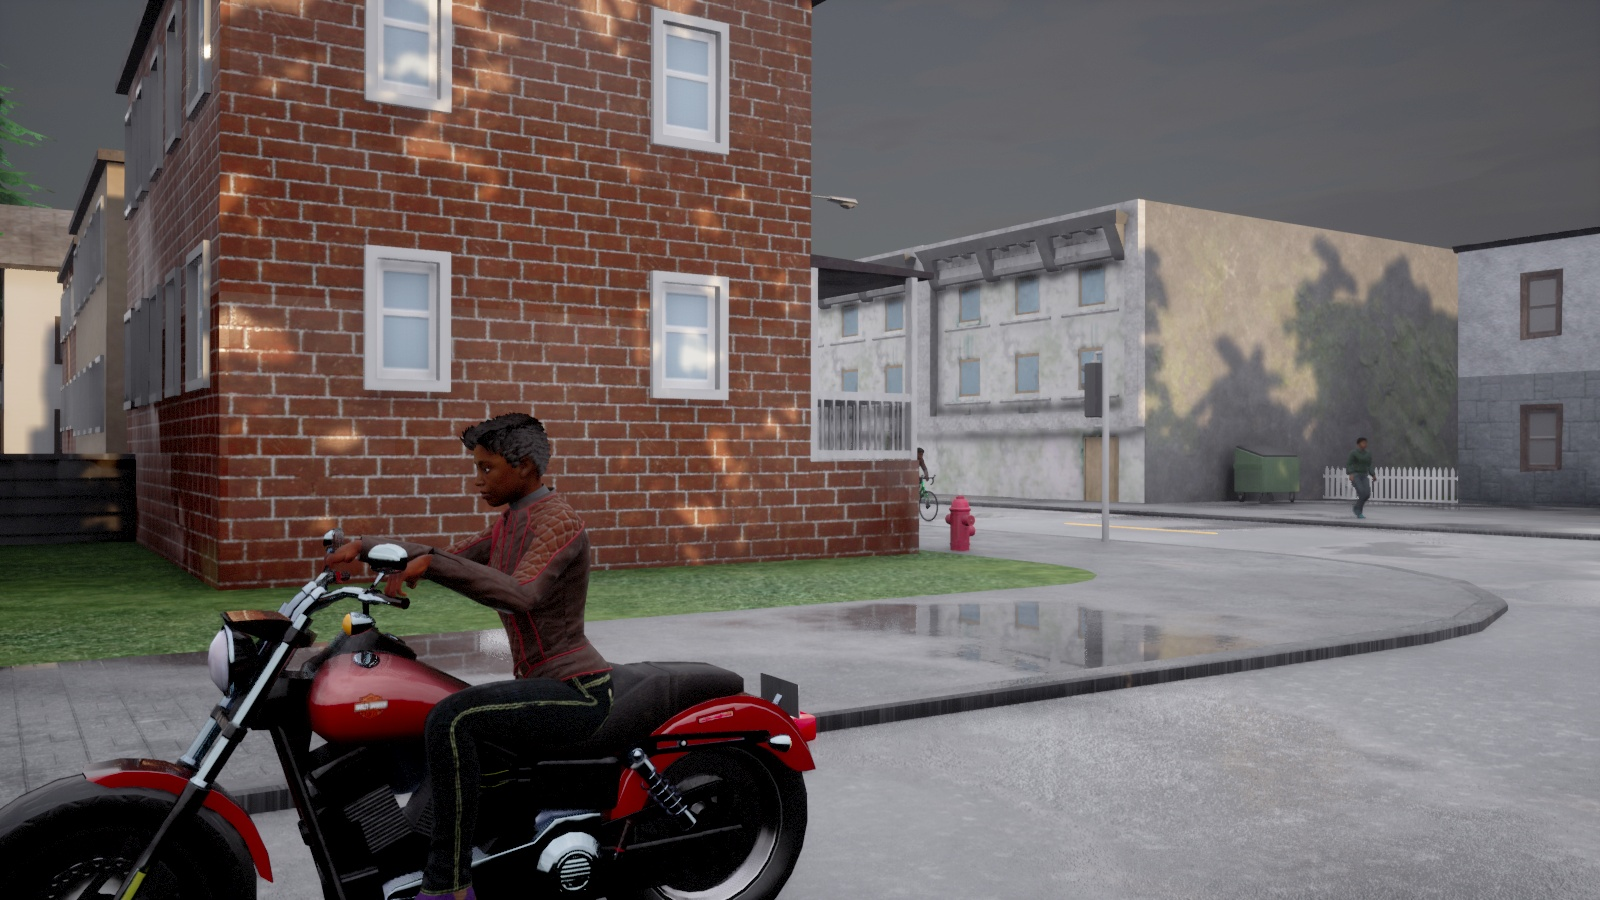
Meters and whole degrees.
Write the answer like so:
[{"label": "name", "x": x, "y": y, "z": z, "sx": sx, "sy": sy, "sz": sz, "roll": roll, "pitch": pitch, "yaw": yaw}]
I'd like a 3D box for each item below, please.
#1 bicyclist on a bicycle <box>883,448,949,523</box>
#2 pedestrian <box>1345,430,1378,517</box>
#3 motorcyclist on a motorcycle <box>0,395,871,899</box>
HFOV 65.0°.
[{"label": "bicyclist on a bicycle", "x": 2.561, "y": 0.760, "z": 27.913, "sx": 0.582, "sy": 1.620, "sz": 1.656, "roll": 0, "pitch": 0, "yaw": -32}, {"label": "pedestrian", "x": 12.008, "y": 0.495, "z": 26.855, "sx": 0.353, "sy": 1.847, "sz": 0.614, "roll": 0, "pitch": 0, "yaw": -10}, {"label": "motorcyclist on a motorcycle", "x": -1.003, "y": 0.706, "z": 3.468, "sx": 2.350, "sy": 1.649, "sz": 0.766, "roll": 0, "pitch": 0, "yaw": -30}]
